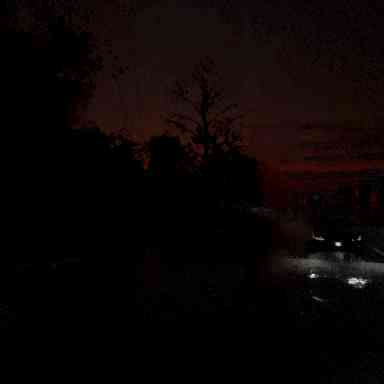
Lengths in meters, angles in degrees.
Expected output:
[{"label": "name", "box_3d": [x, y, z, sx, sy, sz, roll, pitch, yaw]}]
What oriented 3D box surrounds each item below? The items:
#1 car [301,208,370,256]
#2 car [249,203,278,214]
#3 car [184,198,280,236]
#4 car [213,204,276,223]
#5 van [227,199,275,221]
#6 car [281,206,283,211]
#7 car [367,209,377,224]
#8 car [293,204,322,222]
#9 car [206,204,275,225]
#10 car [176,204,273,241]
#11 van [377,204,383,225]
[{"label": "car", "box_3d": [5.669, 1.594, 13.715, 1.837, 1.490, 4.892, 0, -1, 16]}, {"label": "car", "box_3d": [11.930, 2.756, 55.410, 4.553, 1.767, 2.185, 0, -3, 16]}, {"label": "car", "box_3d": [2.675, 1.427, 21.536, 5.566, 2.045, 2.435, 0, -1, 15]}, {"label": "car", "box_3d": [4.686, 1.867, 29.665, 5.366, 1.575, 1.946, 0, -2, 15]}, {"label": "van", "box_3d": [5.718, 1.722, 32.284, 4.442, 1.987, 1.878, 0, -2, 15]}, {"label": "car", "box_3d": [18.602, 4.015, 78.781, 4.674, 1.452, 2.002, 0, -3, 16]}, {"label": "car", "box_3d": [16.461, 1.709, 25.636, 4.553, 1.767, 2.185, 0, -2, 15]}, {"label": "car", "box_3d": [10.311, 1.856, 30.220, 1.837, 1.490, 4.892, 0, -2, 15]}, {"label": "car", "box_3d": [3.981, 1.800, 27.099, 5.366, 1.575, 1.946, 0, -1, 15]}, {"label": "car", "box_3d": [1.926, 1.634, 18.841, 4.892, 1.521, 2.231, 0, -1, 15]}, {"label": "van", "box_3d": [15.576, 1.537, 22.733, 4.442, 1.987, 1.878, 0, -1, 15]}]
